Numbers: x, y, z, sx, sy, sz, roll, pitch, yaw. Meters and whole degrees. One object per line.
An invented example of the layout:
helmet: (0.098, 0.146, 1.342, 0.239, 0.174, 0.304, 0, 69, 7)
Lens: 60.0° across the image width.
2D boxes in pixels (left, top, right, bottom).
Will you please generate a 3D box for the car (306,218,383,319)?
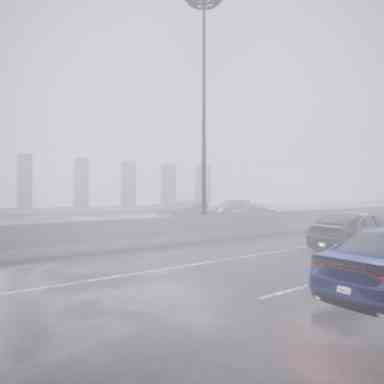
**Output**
car: (4.548, 1.492, 7.012, 5.008, 1.535, 1.882, 0, 0, -36)

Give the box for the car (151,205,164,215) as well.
car: (-1.393, 1.584, 33.265, 5.357, 1.411, 2.033, 0, 0, -37)

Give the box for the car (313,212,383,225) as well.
car: (6.320, 1.528, 12.624, 4.892, 1.490, 1.837, 0, 0, -36)

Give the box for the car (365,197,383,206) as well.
car: (32.290, 1.626, 58.423, 4.674, 1.442, 1.812, 0, 0, -37)

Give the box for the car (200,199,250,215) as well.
car: (3.319, 1.388, 28.049, 4.553, 1.767, 2.097, 0, 0, -37)

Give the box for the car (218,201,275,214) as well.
car: (4.297, 1.599, 24.413, 4.181, 1.385, 1.994, 0, 0, -37)

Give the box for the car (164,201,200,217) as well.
car: (0.009, 1.599, 29.949, 4.181, 1.385, 1.994, 0, 0, -37)
